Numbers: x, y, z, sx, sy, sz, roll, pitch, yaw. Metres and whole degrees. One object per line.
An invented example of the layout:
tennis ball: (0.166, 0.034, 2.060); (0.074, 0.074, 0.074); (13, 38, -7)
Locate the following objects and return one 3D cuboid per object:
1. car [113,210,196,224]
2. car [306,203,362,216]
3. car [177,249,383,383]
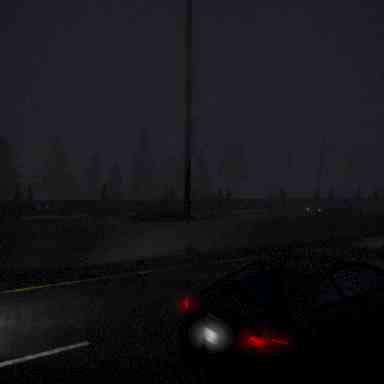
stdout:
car: (-1.657, 1.535, 15.079); (4.181, 1.385, 1.994); (0, 0, -30)
car: (12.541, 1.617, 29.524); (4.718, 1.301, 1.895); (0, 0, -20)
car: (1.890, 1.556, 4.758); (4.181, 1.385, 1.994); (0, 0, -33)
